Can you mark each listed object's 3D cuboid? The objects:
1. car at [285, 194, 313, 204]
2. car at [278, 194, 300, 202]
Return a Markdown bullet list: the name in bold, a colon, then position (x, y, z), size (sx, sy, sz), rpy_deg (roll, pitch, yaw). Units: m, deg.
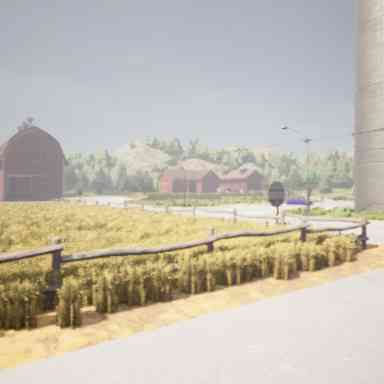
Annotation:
- **car**: position (19.064, 1.580, 58.560), size (2.242, 1.667, 4.611), rpy_deg (0, 0, -36)
- **car**: position (22.569, 1.438, 77.529), size (1.932, 1.855, 4.605), rpy_deg (0, 0, -36)
